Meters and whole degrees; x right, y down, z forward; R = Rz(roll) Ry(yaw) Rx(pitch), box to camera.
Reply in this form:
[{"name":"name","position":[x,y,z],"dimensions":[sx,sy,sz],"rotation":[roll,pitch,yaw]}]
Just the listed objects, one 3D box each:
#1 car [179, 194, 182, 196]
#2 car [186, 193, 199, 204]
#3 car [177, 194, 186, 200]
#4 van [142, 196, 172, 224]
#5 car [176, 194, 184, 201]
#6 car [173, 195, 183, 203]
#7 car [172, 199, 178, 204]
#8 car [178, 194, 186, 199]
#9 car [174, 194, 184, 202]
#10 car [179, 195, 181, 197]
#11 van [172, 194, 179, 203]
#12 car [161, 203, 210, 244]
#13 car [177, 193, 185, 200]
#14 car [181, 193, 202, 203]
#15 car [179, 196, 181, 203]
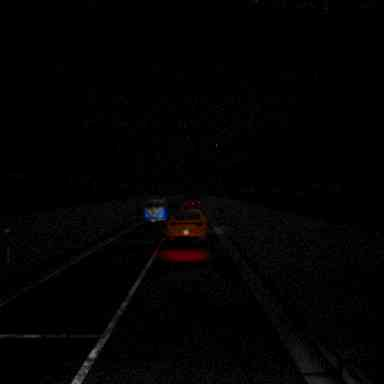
[{"name":"car","position":[-2.632,1.375,57.943],"dimensions":[1.947,1.339,4.313],"rotation":[1,1,0]},{"name":"car","position":[0.094,1.158,58.261],"dimensions":[2.097,1.767,4.553],"rotation":[0,0,0]},{"name":"car","position":[-2.639,1.194,85.640],"dimensions":[2.008,1.369,4.403],"rotation":[1,0,0]},{"name":"van","position":[-2.633,1.409,24.689],"dimensions":[1.690,1.788,3.998],"rotation":[0,0,0]},{"name":"car","position":[-2.636,1.219,74.391],"dimensions":[1.752,1.417,4.829],"rotation":[1,0,0]},{"name":"car","position":[-2.634,1.347,63.483],"dimensions":[1.802,1.307,4.206],"rotation":[1,0,0]},{"name":"car","position":[-2.633,1.599,30.236],"dimensions":[2.008,1.369,4.403],"rotation":[1,0,0]},{"name":"car","position":[-2.640,1.190,91.181],"dimensions":[1.947,1.339,4.313],"rotation":[1,0,0]},{"name":"car","position":[-2.633,1.166,69.021],"dimensions":[1.967,1.590,4.097],"rotation":[1,0,0]},{"name":"car","position":[-2.630,1.498,46.866],"dimensions":[1.802,1.307,4.206],"rotation":[1,1,0]},{"name":"van","position":[-2.630,1.357,35.780],"dimensions":[1.690,1.788,3.998],"rotation":[1,0,0]},{"name":"car","position":[-0.164,1.551,16.470],"dimensions":[1.882,1.535,5.008],"rotation":[0,0,2]},{"name":"car","position":[-2.636,1.105,80.100],"dimensions":[1.967,1.590,4.097],"rotation":[1,0,0]},{"name":"car","position":[0.095,1.329,40.573],"dimensions":[2.097,1.767,4.553],"rotation":[0,0,0]},{"name":"car","position":[-2.631,1.537,41.326],"dimensions":[1.947,1.339,4.313],"rotation":[1,0,0]}]
